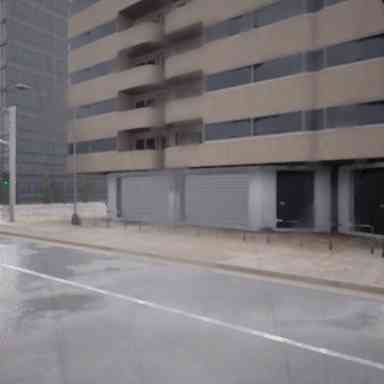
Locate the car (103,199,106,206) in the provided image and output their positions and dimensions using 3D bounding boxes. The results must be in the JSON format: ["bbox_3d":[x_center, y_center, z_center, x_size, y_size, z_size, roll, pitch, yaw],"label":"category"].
[{"bbox_3d":[-11.484,1.335,51.441,1.882,1.535,5.008,0,0,36],"label":"car"}]
